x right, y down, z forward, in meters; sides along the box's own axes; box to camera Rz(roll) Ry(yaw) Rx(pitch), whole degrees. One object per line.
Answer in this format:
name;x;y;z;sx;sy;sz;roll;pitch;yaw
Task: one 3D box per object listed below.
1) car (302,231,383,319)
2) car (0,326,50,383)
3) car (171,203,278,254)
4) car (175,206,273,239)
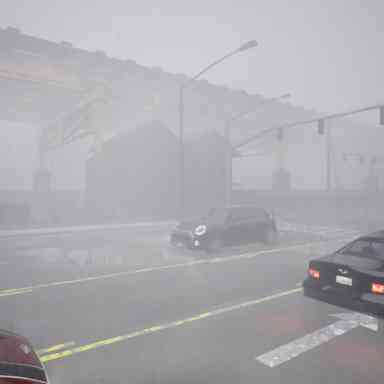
car;4.631;1.547;7.092;5.357;1.411;2.033;0;0;-35
car;-3.048;1.352;1.573;4.553;1.767;2.097;0;0;-36
car;1.379;1.352;13.577;4.553;1.767;2.097;0;0;-36
car;1.875;1.547;18.232;5.357;1.411;2.033;0;0;-36
